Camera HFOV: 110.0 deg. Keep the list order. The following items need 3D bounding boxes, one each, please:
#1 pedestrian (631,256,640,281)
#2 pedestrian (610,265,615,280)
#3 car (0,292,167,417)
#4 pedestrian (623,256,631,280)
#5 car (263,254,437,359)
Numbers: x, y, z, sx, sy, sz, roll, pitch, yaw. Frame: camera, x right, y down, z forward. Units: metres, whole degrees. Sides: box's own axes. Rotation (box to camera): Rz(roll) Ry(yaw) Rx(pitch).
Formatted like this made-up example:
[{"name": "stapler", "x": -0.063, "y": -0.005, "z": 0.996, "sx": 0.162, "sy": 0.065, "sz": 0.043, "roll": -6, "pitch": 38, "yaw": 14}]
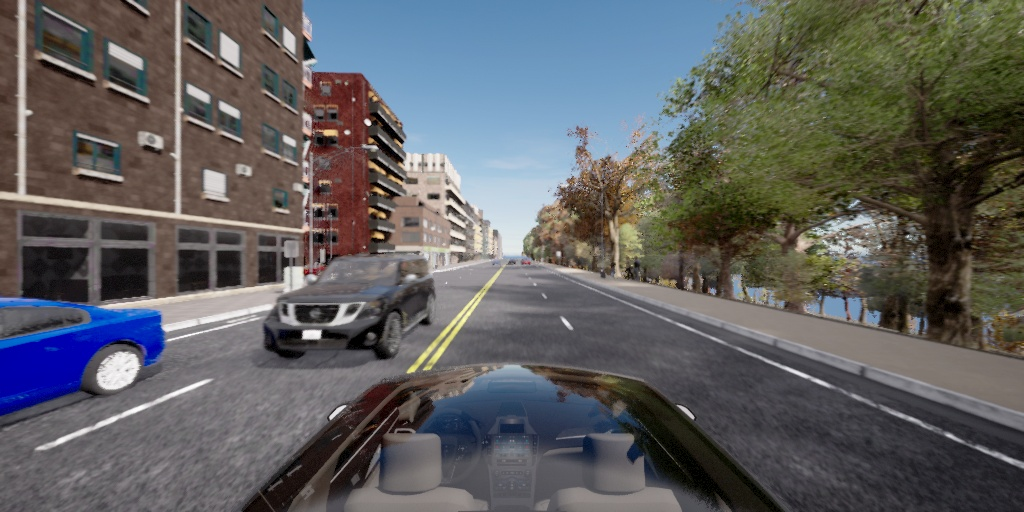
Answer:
[{"name": "pedestrian", "x": 9.008, "y": 0.893, "z": 25.906, "sx": 0.375, "sy": 1.860, "sz": 0.375, "roll": 0, "pitch": 0, "yaw": 0}, {"name": "pedestrian", "x": 7.647, "y": 0.893, "z": 27.107, "sx": 0.375, "sy": 1.860, "sz": 0.375, "roll": 0, "pitch": 0, "yaw": 0}, {"name": "car", "x": -6.600, "y": 1.227, "z": 3.737, "sx": 1.882, "sy": 1.535, "sz": 5.008, "roll": 0, "pitch": 0, "yaw": 0}, {"name": "pedestrian", "x": 8.585, "y": 0.893, "z": 26.534, "sx": 0.375, "sy": 1.860, "sz": 0.375, "roll": 0, "pitch": 0, "yaw": 0}, {"name": "car", "x": -3.350, "y": 0.973, "z": 8.770, "sx": 2.150, "sy": 2.045, "sz": 5.566, "roll": 0, "pitch": 0, "yaw": 0}]
